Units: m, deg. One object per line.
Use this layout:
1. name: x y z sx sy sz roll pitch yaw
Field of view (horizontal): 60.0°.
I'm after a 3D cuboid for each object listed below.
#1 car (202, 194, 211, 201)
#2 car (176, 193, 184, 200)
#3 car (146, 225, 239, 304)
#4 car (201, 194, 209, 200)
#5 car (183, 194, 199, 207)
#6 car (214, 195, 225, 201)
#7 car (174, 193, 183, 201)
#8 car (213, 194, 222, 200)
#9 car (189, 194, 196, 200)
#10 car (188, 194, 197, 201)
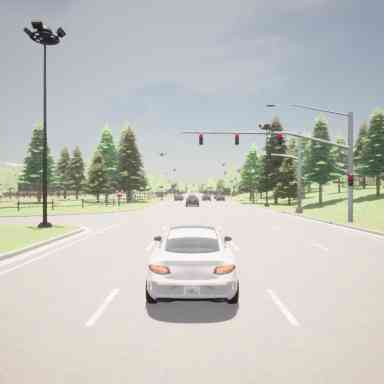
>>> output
1. car: 3.611 1.348 82.921 2.097 1.767 4.553 0 0 0
2. car: -3.375 1.188 92.933 2.097 1.767 4.553 0 0 0
3. car: 0.017 1.526 8.022 1.812 1.442 4.674 0 0 0
4. car: 3.625 1.372 92.954 2.033 1.411 5.357 0 0 0
5. car: 0.070 1.352 51.896 2.097 1.767 4.553 0 0 0
6. car: 7.111 1.517 82.529 2.128 1.511 4.902 0 0 0
7. car: -3.389 1.544 82.927 1.994 1.385 4.181 0 0 0
8. car: 7.125 1.385 92.949 1.994 1.385 4.181 0 0 0
9. car: 0.125 1.332 92.959 1.837 1.490 4.892 0 0 0
10. car: 0.111 1.348 82.925 2.097 1.767 4.553 0 0 0
